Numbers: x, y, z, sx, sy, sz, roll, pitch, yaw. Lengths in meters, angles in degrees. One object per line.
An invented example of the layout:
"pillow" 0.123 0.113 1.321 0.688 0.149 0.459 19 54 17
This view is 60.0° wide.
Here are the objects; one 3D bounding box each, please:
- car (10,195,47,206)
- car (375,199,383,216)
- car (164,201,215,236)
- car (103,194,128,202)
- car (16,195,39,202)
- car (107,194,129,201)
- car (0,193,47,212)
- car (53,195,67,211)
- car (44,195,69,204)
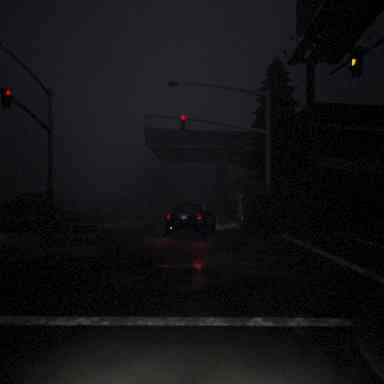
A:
"car" -24.029 1.277 49.084 4.514 1.523 2.007 0 0 -1
"car" 17.225 1.466 33.042 2.242 1.667 4.611 0 0 -1
"car" 0.010 1.294 18.159 2.097 1.767 4.553 0 -1 11
"car" -16.445 1.300 70.969 5.027 1.636 2.152 0 0 -1
"car" -35.111 1.354 71.003 3.806 1.475 1.970 0 0 -1
"car" -16.516 1.308 74.105 4.514 1.523 2.007 0 0 -1
"car" -16.778 1.063 33.384 3.866 1.878 1.905 0 0 -1
"car" -16.187 1.345 36.712 3.806 1.475 1.970 0 0 -1
"car" -24.047 1.294 59.077 3.633 1.501 1.845 0 0 -1
